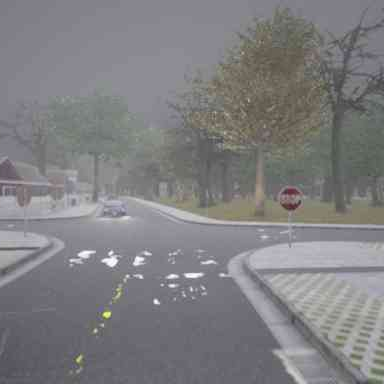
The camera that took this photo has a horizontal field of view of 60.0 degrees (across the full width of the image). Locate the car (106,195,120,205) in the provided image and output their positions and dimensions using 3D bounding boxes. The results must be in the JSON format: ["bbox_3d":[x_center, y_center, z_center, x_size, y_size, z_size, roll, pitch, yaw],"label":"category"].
[{"bbox_3d":[-12.331,1.261,52.150,2.033,1.411,5.357,0,0,-14],"label":"car"}]

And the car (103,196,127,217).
[{"bbox_3d":[-6.752,1.381,29.045,1.812,1.442,4.674,0,2,-14],"label":"car"}]
